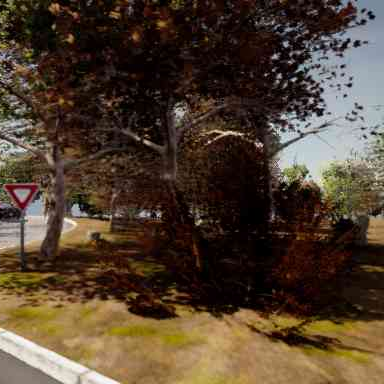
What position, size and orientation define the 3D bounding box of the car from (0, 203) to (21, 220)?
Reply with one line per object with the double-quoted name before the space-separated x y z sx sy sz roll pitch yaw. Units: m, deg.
"car" -17.247 1.768 29.805 5.008 1.535 1.882 -1 -1 39
